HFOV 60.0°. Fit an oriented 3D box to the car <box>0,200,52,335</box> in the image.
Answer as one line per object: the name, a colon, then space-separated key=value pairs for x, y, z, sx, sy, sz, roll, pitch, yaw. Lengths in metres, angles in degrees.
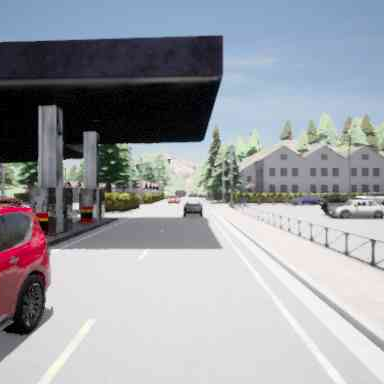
car: x=-3.599 y=1.223 z=3.797 sx=2.150 sy=2.045 sz=5.566 roll=0 pitch=0 yaw=0

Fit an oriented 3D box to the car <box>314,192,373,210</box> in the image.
car: x=13.285 y=1.095 z=29.259 sx=3.866 sy=1.878 sz=1.905 roll=0 pitch=0 yaw=0

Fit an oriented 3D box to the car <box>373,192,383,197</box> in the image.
car: x=28.171 y=1.062 z=51.928 sx=5.566 sy=2.045 sz=2.150 roll=0 pitch=0 yaw=0

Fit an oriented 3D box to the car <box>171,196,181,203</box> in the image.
car: x=-3.476 y=1.586 z=74.238 sx=2.033 sy=1.411 sz=5.357 roll=0 pitch=0 yaw=0

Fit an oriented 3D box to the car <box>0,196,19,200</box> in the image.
car: x=-27.238 y=1.315 z=48.316 sx=5.008 sy=1.535 sz=1.882 roll=0 pitch=0 yaw=4

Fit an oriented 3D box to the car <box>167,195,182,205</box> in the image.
car: x=-3.428 y=1.390 z=61.829 sx=2.097 sy=1.767 sz=4.553 roll=0 pitch=0 yaw=-1

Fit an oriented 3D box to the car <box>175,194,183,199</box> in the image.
car: x=-3.471 y=1.223 z=89.684 sx=1.994 sy=1.385 sz=4.181 roll=0 pitch=0 yaw=0

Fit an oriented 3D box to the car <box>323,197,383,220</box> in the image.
car: x=12.693 y=1.377 z=25.930 sx=3.806 sy=1.475 sz=1.970 roll=0 pitch=0 yaw=0

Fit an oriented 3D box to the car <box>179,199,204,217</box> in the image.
car: x=0.107 y=1.511 z=31.645 sx=2.128 sy=1.511 sz=4.902 roll=0 pitch=0 yaw=0

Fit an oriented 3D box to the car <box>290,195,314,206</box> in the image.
car: x=17.680 y=1.193 z=51.897 sx=4.553 sy=1.767 sz=2.097 roll=0 pitch=0 yaw=0
